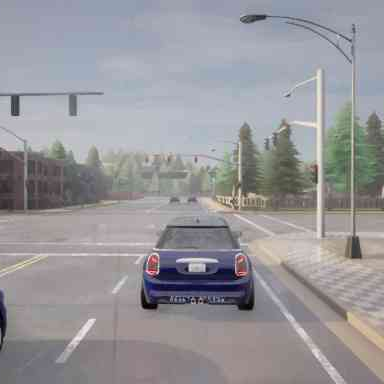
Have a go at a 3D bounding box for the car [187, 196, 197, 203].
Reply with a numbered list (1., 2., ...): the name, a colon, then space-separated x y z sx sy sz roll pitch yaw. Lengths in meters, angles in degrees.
1. car: 0.037 1.505 68.264 1.837 1.490 4.892 0 0 0

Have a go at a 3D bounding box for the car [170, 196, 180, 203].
1. car: -3.463 1.505 68.266 1.837 1.490 4.892 0 0 0

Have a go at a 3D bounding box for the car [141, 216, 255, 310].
1. car: 0.158 1.352 7.976 2.097 1.767 4.553 0 0 2

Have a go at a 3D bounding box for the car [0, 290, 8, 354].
1. car: -3.441 1.478 2.522 1.882 1.535 5.008 0 0 0
